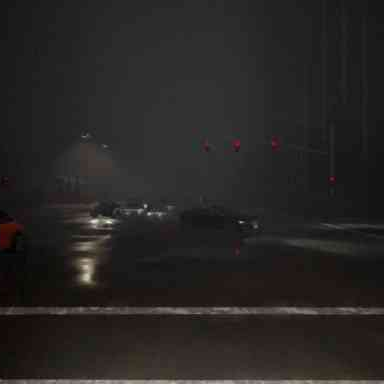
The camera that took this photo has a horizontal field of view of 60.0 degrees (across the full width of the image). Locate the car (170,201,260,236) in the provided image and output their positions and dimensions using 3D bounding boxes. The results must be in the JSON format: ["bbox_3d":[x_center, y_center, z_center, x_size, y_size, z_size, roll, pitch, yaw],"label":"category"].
[{"bbox_3d":[1.399,1.491,18.497,4.902,1.511,2.128,0,0,42],"label":"car"}]

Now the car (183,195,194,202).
[{"bbox_3d":[-0.746,1.352,65.413,2.097,1.767,4.553,0,0,-1],"label":"car"}]

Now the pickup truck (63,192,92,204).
[{"bbox_3d":[-20.915,1.059,60.050,2.390,2.098,6.274,0,0,30],"label":"pickup truck"}]

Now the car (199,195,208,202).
[{"bbox_3d":[2.559,1.524,75.212,1.812,1.442,4.674,0,0,-1],"label":"car"}]

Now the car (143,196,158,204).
[{"bbox_3d":[-7.871,1.492,63.534,2.128,1.511,4.902,0,0,0],"label":"car"}]

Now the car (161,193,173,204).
[{"bbox_3d":[-4.340,1.223,55.741,2.150,2.045,5.566,0,0,-1],"label":"car"}]

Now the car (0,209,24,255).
[{"bbox_3d":[-7.219,1.352,10.347,2.097,1.767,4.553,0,0,-1],"label":"car"}]

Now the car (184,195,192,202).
[{"bbox_3d":[-0.944,1.478,75.417,1.882,1.535,5.008,0,0,-1],"label":"car"}]

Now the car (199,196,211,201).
[{"bbox_3d":[2.760,1.491,64.828,2.128,1.511,4.902,0,0,-1],"label":"car"}]

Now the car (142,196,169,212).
[{"bbox_3d":[-4.183,1.547,38.996,2.033,1.411,5.357,0,0,-1],"label":"car"}]

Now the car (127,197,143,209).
[{"bbox_3d":[-7.750,1.477,45.747,1.882,1.535,5.008,0,0,-1],"label":"car"}]

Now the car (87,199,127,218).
[{"bbox_3d":[-7.574,1.547,29.980,2.033,1.411,5.357,0,0,-1],"label":"car"}]
